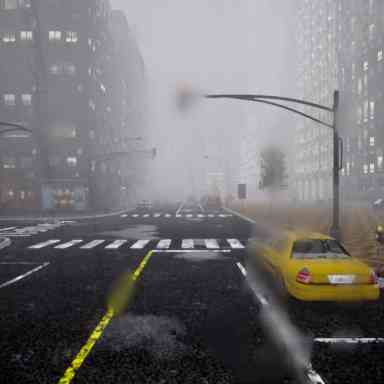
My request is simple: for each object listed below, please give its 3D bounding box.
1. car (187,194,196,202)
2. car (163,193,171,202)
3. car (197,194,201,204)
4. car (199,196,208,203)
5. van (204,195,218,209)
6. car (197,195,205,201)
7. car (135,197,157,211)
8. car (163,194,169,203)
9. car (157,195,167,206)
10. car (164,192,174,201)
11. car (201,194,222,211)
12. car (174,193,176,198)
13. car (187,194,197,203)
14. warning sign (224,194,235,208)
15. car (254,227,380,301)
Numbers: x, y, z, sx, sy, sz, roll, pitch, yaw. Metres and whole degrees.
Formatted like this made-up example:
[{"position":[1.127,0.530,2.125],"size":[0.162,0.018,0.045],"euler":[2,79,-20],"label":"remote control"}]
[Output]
[{"position":[-0.233,1.433,79.658],"size":[2.097,1.767,4.553],"euler":[0,0,0],"label":"car"},{"position":[-5.894,1.497,68.111],"size":[1.967,1.590,4.097],"euler":[0,0,0],"label":"car"},{"position":[2.502,1.362,62.608],"size":[2.192,1.841,5.009],"euler":[0,0,0],"label":"car"},{"position":[2.471,1.612,73.662],"size":[1.887,1.381,4.507],"euler":[0,0,0],"label":"car"},{"position":[2.551,1.364,46.029],"size":[1.690,1.788,3.998],"euler":[0,0,0],"label":"van"},{"position":[2.422,1.625,90.412],"size":[1.752,1.417,4.829],"euler":[0,0,0],"label":"car"},{"position":[-5.811,1.568,40.478],"size":[2.008,1.369,4.403],"euler":[0,0,0],"label":"car"},{"position":[-5.877,1.592,62.583],"size":[1.887,1.381,4.507],"euler":[0,0,0],"label":"car"},{"position":[-5.860,1.589,57.057],"size":[2.008,1.369,4.403],"euler":[0,0,0],"label":"car"},{"position":[-5.926,1.517,79.164],"size":[1.967,1.590,4.097],"euler":[0,0,0],"label":"car"},{"position":[2.568,1.332,40.503],"size":[2.192,1.841,5.009],"euler":[0,0,0],"label":"car"},{"position":[-5.957,1.625,90.048],"size":[1.752,1.417,4.829],"euler":[0,0,0],"label":"car"},{"position":[-0.101,1.564,69.583],"size":[1.837,1.490,4.892],"euler":[0,0,0],"label":"car"},{"position":[4.945,1.136,43.767],"size":[1.300,1.860,1.060],"euler":[0,0,0],"label":"warning sign"},{"position":[2.664,1.526,8.260],"size":[1.752,1.417,4.829],"euler":[0,0,0],"label":"car"}]
